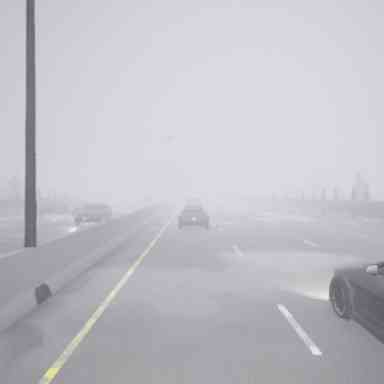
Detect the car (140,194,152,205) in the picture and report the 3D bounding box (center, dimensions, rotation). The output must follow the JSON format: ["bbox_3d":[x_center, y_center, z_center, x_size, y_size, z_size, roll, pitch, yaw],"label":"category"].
[{"bbox_3d":[-9.019,1.457,65.088,2.150,2.045,5.566,0,0,-11],"label":"car"}]

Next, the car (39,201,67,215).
[{"bbox_3d":[-14.082,1.644,34.430,1.994,1.385,4.181,0,0,0],"label":"car"}]

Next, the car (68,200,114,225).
[{"bbox_3d":[-7.085,1.553,24.403,1.837,1.490,4.892,0,0,0],"label":"car"}]

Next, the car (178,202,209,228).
[{"bbox_3d":[0.111,1.605,22.314,1.994,1.385,4.181,0,0,0],"label":"car"}]

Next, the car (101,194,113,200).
[{"bbox_3d":[-19.425,1.436,75.803,2.150,2.045,5.566,0,0,-18],"label":"car"}]

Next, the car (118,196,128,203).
[{"bbox_3d":[-15.585,1.673,75.488,1.837,1.490,4.892,0,0,-18],"label":"car"}]

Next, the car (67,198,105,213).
[{"bbox_3d":[-10.584,1.602,33.460,1.812,1.442,4.674,0,0,0],"label":"car"}]

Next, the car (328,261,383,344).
[{"bbox_3d":[3.603,1.570,4.699,1.994,1.385,4.181,0,0,0],"label":"car"}]

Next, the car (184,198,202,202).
[{"bbox_3d":[0.118,1.454,39.843,2.097,1.767,4.553,0,0,0],"label":"car"}]
